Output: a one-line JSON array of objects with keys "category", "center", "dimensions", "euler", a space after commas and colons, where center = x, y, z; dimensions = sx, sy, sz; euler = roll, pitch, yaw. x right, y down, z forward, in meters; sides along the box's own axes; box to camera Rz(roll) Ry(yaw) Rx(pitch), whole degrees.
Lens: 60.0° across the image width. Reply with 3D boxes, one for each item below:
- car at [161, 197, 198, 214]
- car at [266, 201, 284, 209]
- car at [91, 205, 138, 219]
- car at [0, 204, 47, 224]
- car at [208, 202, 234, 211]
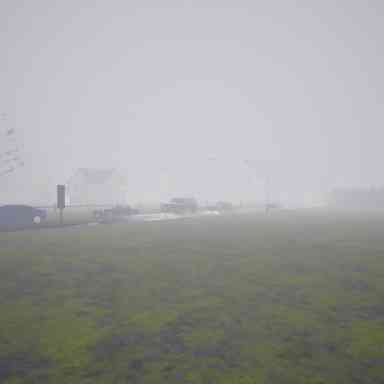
[{"category": "car", "center": [-1.496, 1.698, 42.045], "dimensions": [2.150, 2.045, 5.566], "euler": [1, 0, 37]}, {"category": "car", "center": [15.061, 2.388, 60.268], "dimensions": [1.994, 1.385, 4.181], "euler": [1, 0, 35]}, {"category": "car", "center": [-7.679, 1.934, 33.398], "dimensions": [1.895, 1.301, 4.718], "euler": [1, 0, 35]}, {"category": "car", "center": [-13.561, 1.671, 25.125], "dimensions": [1.882, 1.535, 5.008], "euler": [1, 0, 35]}, {"category": "car", "center": [4.495, 2.159, 50.417], "dimensions": [2.033, 1.411, 5.357], "euler": [1, 0, 36]}]
